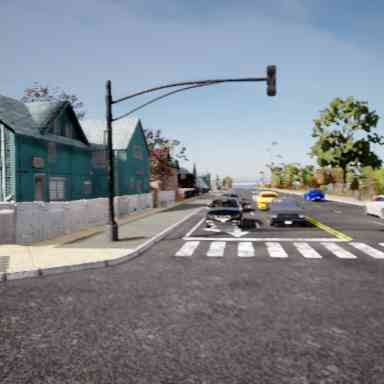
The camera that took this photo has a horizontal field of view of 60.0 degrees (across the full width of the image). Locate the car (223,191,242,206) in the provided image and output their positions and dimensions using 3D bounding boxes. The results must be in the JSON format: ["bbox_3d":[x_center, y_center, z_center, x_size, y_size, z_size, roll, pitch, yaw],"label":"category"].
[{"bbox_3d":[4.637,0.667,37.604,2.033,1.411,5.357,-1,1,8],"label":"car"}]

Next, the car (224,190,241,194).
[{"bbox_3d":[3.161,0.855,27.688,1.837,1.490,4.892,-1,1,8],"label":"car"}]

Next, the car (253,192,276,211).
[{"bbox_3d":[6.626,0.747,28.907,1.882,1.535,5.008,-1,1,8],"label":"car"}]

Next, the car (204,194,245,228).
[{"bbox_3d":[1.829,1.073,18.376,1.837,1.490,4.892,-1,1,8],"label":"car"}]

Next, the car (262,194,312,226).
[{"bbox_3d":[5.239,1.048,19.024,2.033,1.411,5.357,-1,1,11],"label":"car"}]

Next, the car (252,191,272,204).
[{"bbox_3d":[8.090,0.640,38.809,1.895,1.301,4.718,-1,1,8],"label":"car"}]

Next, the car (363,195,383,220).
[{"bbox_3d":[12.155,0.886,20.411,1.812,1.442,4.674,-1,1,8],"label":"car"}]

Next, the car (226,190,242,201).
[{"bbox_3d":[6.087,0.433,47.865,2.033,1.411,5.357,-1,1,8],"label":"car"}]

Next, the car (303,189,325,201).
[{"bbox_3d":[15.136,0.349,41.510,1.882,1.535,5.008,-1,1,8],"label":"car"}]
